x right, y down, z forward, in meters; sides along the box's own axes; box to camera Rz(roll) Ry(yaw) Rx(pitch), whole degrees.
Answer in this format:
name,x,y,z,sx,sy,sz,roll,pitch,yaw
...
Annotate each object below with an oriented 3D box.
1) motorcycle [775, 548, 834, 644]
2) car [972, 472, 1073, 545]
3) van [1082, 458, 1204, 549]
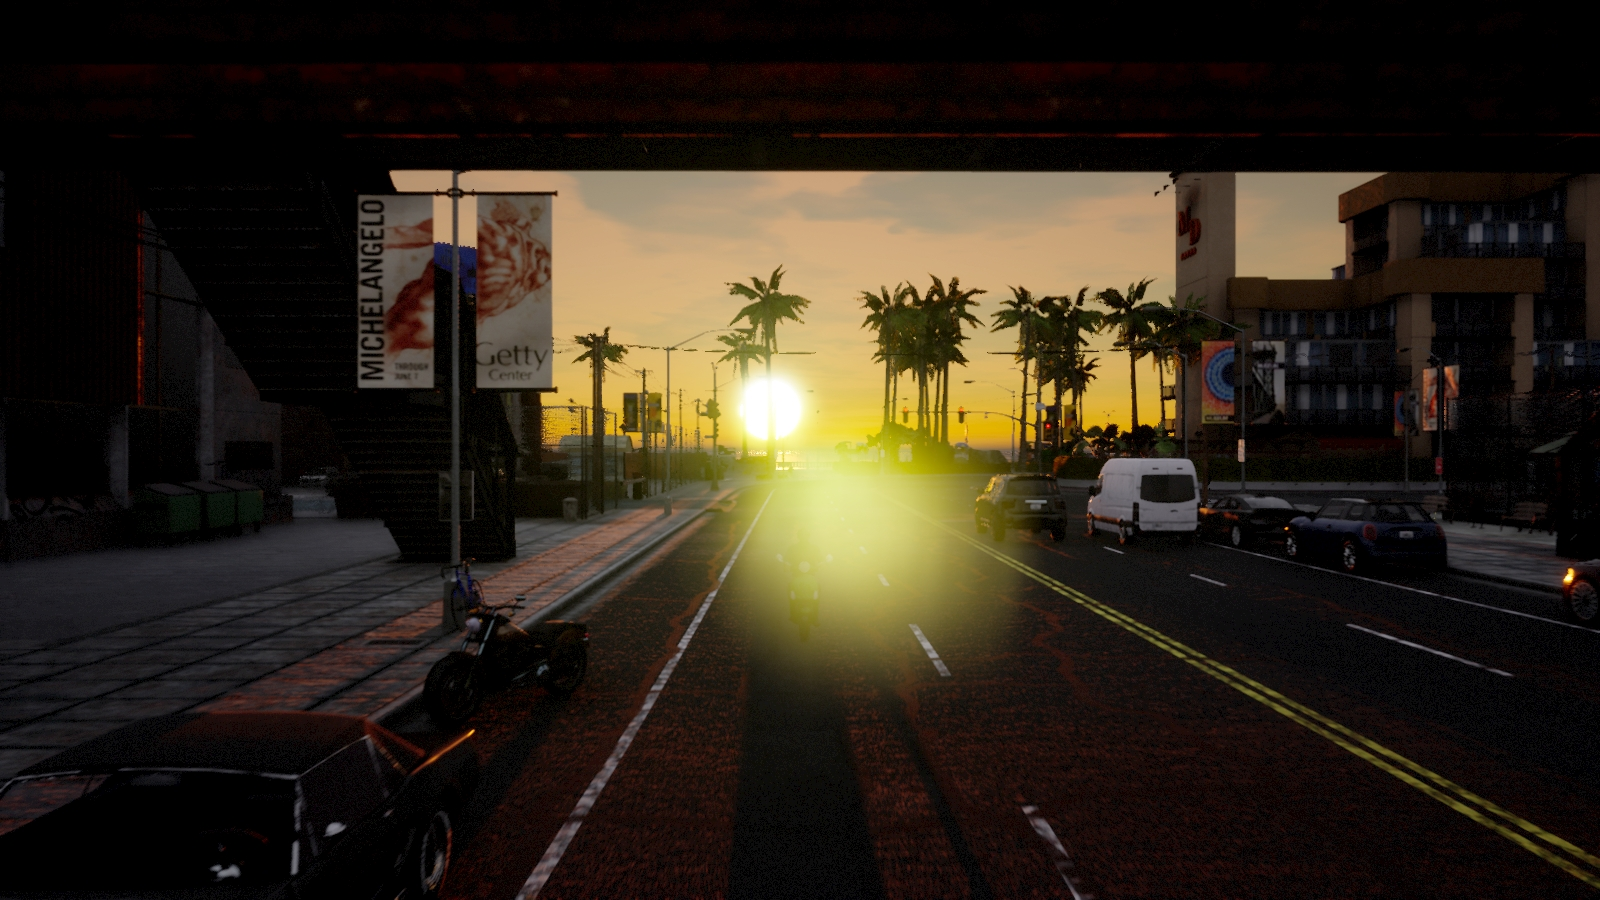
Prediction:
name,x,y,z,sx,sy,sz,roll,pitch,yaw
motorcycle,0.059,2.182,17.378,0.856,1.236,1.805,0,0,0
car,7.007,1.779,36.556,2.150,2.045,5.566,0,0,0
van,10.510,1.534,35.562,1.988,2.561,5.915,0,0,0
